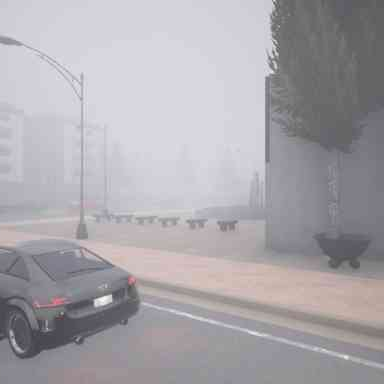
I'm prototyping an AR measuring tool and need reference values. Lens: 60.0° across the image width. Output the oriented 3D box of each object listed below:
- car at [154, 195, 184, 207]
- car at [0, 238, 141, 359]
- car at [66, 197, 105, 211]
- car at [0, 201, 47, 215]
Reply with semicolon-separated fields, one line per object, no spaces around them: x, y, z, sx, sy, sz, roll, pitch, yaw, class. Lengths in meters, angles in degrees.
-3.544;1.352;50.509;4.553;1.767;2.097;0;0;-36;car
-2.929;1.564;6.047;4.181;1.385;1.994;0;0;36;car
-13.090;1.352;40.855;2.097;1.767;4.553;0;0;38;car
-17.651;1.601;34.352;1.895;1.301;4.718;0;0;33;car
